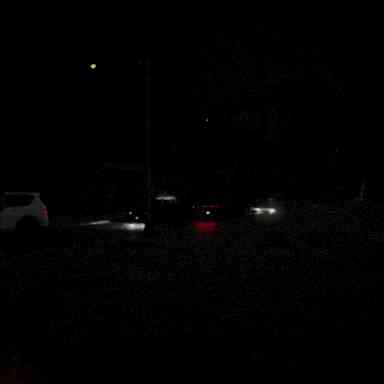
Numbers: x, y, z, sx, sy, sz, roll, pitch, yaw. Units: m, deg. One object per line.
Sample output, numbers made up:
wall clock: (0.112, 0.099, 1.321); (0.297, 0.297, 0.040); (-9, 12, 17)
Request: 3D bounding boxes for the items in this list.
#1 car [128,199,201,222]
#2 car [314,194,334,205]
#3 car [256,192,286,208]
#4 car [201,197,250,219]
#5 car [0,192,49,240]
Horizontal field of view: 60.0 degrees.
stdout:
car: (-1.918, 1.208, 22.890); (2.033, 1.411, 5.357); (-1, 0, 35)
car: (18.446, 0.964, 46.438); (2.128, 1.511, 4.902); (-1, 0, 35)
car: (9.109, 0.880, 38.362); (2.097, 1.767, 4.553); (-1, 0, 36)
car: (2.462, 1.095, 23.968); (1.837, 1.490, 4.892); (-1, 0, 35)
car: (-8.678, 1.021, 13.399); (2.150, 2.045, 5.566); (-1, 0, 35)
